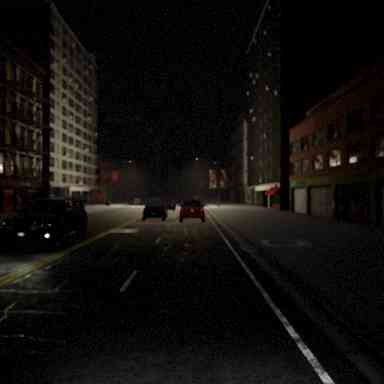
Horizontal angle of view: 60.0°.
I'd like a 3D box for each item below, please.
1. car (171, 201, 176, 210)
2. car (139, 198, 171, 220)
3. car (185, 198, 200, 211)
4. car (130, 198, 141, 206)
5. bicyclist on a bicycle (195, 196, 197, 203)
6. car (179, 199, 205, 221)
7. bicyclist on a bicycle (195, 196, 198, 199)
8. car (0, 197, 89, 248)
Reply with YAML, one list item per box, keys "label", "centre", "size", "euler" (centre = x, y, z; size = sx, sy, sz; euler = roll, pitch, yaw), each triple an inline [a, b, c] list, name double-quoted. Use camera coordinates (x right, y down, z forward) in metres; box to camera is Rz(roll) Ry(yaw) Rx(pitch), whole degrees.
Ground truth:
- label: "car"
  centre: [-3.163, 1.798, 44.872]
  size: [1.895, 1.301, 4.718]
  euler: [0, 0, 0]
- label: "car"
  centre: [-3.157, 1.606, 29.280]
  size: [1.882, 1.535, 5.008]
  euler: [0, 0, 0]
- label: "car"
  centre: [0.063, 1.674, 44.703]
  size: [1.882, 1.535, 5.008]
  euler: [0, 0, 0]
- label: "car"
  centre: [-9.804, 1.828, 59.769]
  size: [1.994, 1.385, 4.181]
  euler: [0, 0, 1]
- label: "bicyclist on a bicycle"
  centre: [0.881, 1.795, 77.495]
  size: [0.582, 1.620, 1.656]
  euler: [0, -1, 0]
- label: "car"
  centre: [0.028, 1.476, 28.377]
  size: [2.097, 1.767, 4.553]
  euler: [0, 0, 1]
- label: "bicyclist on a bicycle"
  centre: [0.881, 1.673, 68.491]
  size: [0.659, 1.776, 1.843]
  euler: [0, 0, 0]
- label: "car"
  centre: [-6.594, 1.291, 15.599]
  size: [2.150, 2.045, 5.566]
  euler: [0, 0, 0]
